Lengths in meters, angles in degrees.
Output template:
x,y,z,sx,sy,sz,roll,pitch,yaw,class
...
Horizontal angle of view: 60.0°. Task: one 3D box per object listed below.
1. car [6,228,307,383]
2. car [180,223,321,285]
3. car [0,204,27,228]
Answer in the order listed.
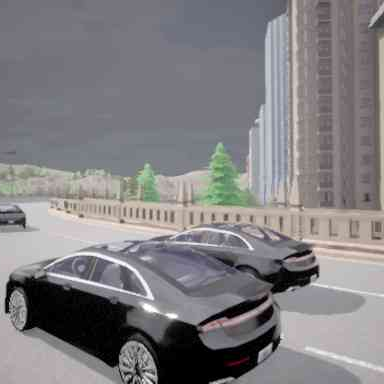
x,y,z,sx,sy,sz,roll,pitch,yaw,class
-1.087,1.508,5.108,4.902,1.511,2.128,0,0,39,car
0.592,1.520,8.256,4.902,1.511,2.128,0,0,40,car
-12.036,1.531,21.362,2.128,1.511,4.902,0,0,-38,car
